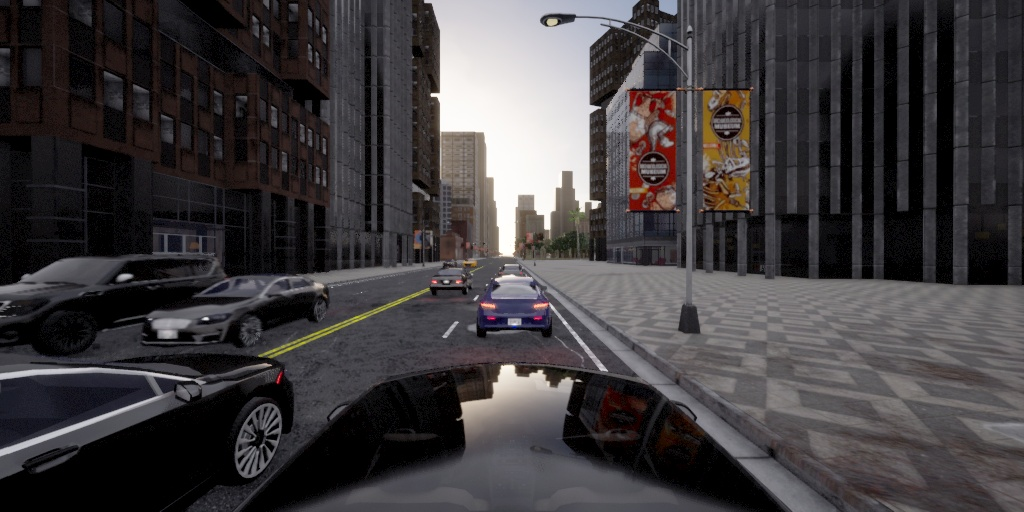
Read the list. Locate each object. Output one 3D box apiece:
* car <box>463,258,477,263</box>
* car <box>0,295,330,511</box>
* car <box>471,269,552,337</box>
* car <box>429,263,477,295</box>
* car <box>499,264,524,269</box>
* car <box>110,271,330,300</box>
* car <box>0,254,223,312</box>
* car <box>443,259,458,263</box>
[{"bbox_3d":[-6.790,1.153,57.799,1.882,1.535,5.008,0,0,0],"label":"car"},{"bbox_3d":[-3.149,1.242,1.731,2.128,1.511,4.902,0,0,0],"label":"car"},{"bbox_3d":[0.048,1.274,10.151,1.812,1.442,4.674,0,0,0],"label":"car"},{"bbox_3d":[-3.230,1.292,19.769,2.033,1.411,5.357,0,0,-2],"label":"car"},{"bbox_3d":[-0.024,1.305,26.840,1.994,1.385,4.181,0,0,0],"label":"car"},{"bbox_3d":[-6.634,1.240,9.345,2.128,1.511,4.902,0,0,0],"label":"car"},{"bbox_3d":[-9.883,0.970,8.947,2.150,2.045,5.566,0,0,0],"label":"car"},{"bbox_3d":[-10.037,1.220,58.652,2.033,1.411,5.357,0,0,0],"label":"car"}]
